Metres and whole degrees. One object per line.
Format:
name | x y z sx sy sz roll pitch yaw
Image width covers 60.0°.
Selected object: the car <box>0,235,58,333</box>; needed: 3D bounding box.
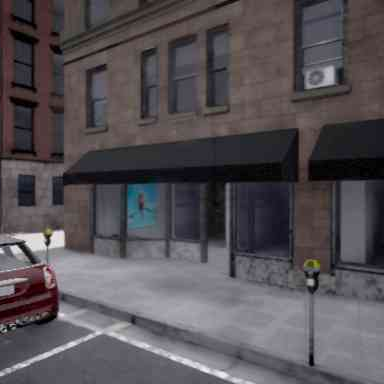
car | -4.217 1.423 5.831 4.097 1.590 1.967 0 0 36
